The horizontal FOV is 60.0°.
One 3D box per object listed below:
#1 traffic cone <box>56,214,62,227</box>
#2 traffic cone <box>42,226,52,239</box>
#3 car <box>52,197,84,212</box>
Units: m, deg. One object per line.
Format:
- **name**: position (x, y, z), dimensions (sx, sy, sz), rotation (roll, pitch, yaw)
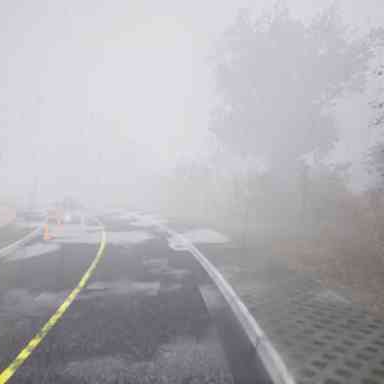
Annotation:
- **traffic cone**: position (-7.994, 1.798, 19.974), dimensions (0.340, 0.580, 0.340), rotation (0, 1, -19)
- **traffic cone**: position (-6.669, 1.858, 15.347), dimensions (0.340, 0.580, 0.340), rotation (0, 1, 18)
- **car**: position (-12.501, 1.211, 33.507), dimensions (1.895, 1.301, 4.718), rotation (0, 1, -38)
